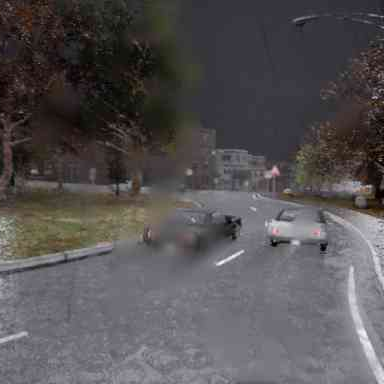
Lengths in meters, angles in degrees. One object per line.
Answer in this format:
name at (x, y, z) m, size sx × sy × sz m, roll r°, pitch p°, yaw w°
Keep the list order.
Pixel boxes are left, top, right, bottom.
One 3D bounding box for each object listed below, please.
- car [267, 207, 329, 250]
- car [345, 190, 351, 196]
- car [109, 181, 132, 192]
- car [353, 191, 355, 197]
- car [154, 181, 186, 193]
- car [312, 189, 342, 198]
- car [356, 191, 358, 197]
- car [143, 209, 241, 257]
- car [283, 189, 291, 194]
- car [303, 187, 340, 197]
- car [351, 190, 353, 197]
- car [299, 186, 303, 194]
car at (4.194, 1.207, 12.660) m, size 1.895 × 1.301 × 4.718 m, roll 2°, pitch 3°, yaw 23°
car at (31.200, 0.336, 71.899) m, size 4.553 × 1.767 × 2.185 m, roll 2°, pitch 0°, yaw 32°
car at (-8.712, -0.764, 43.282) m, size 4.674 × 1.442 × 1.812 m, roll 3°, pitch 5°, yaw 34°
car at (34.126, 0.601, 76.569) m, size 4.674 × 1.452 × 2.002 m, roll 2°, pitch 0°, yaw 32°
car at (-2.897, -0.730, 42.720) m, size 4.902 × 1.511 × 2.128 m, roll 4°, pitch 5°, yaw 43°
car at (25.427, 0.219, 62.519) m, size 4.892 × 1.521 × 2.231 m, roll 2°, pitch 0°, yaw 32°
car at (37.052, 0.676, 81.238) m, size 4.792 × 1.488 × 2.163 m, roll 2°, pitch 0°, yaw 32°
car at (0.292, 1.227, 11.609) m, size 1.895 × 1.301 × 4.718 m, roll 2°, pitch 3°, yaw 24°
car at (21.250, 0.042, 72.465) m, size 1.882 × 1.535 × 5.008 m, roll 2°, pitch 0°, yaw 32°
car at (22.517, 0.080, 57.844) m, size 4.892 × 1.521 × 2.231 m, roll 2°, pitch 0°, yaw 32°
car at (32.671, 0.552, 74.231) m, size 4.674 × 1.452 × 2.002 m, roll 2°, pitch 0°, yaw 32°
car at (24.036, -0.096, 70.778) m, size 2.150 × 2.045 × 5.566 m, roll 2°, pitch 0°, yaw 32°
